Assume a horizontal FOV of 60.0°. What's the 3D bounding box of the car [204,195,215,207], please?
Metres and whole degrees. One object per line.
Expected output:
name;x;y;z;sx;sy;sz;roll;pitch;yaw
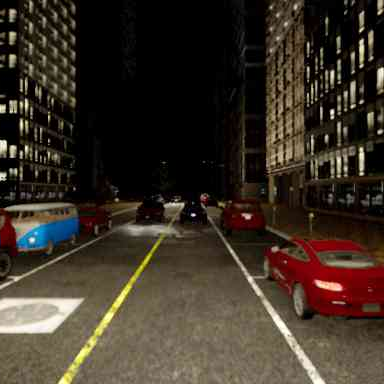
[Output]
car;2.689;1.527;46.737;1.887;1.381;4.507;0;0;0

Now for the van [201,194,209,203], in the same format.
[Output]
van;2.690;1.299;69.412;1.690;1.788;3.998;0;0;0

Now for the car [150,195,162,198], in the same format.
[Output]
car;-5.691;1.548;46.737;1.947;1.339;4.313;0;0;0

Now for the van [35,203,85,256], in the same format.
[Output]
van;-5.691;1.339;12.728;1.690;1.788;3.998;0;0;0

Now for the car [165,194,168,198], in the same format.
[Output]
car;-5.691;1.540;58.075;1.947;1.339;4.313;0;0;0

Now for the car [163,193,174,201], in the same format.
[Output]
car;-5.690;1.257;80.748;2.192;1.841;5.009;0;0;0

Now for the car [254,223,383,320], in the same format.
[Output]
car;2.690;1.581;7.059;1.802;1.307;4.206;0;0;0

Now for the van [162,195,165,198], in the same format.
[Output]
van;-5.691;1.320;52.405;1.690;1.788;3.998;0;0;0

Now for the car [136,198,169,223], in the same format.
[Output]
car;-3.099;1.470;25.692;1.882;1.535;5.008;0;0;0

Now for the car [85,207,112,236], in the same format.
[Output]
car;-5.691;1.541;18.396;1.887;1.381;4.507;0;0;0

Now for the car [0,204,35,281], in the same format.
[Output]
car;-5.691;1.315;7.060;2.192;1.841;5.009;0;0;0

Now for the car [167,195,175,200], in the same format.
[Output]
car;-5.691;1.470;92.084;1.887;1.381;4.507;0;0;0

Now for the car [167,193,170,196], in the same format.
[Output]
car;-5.690;1.516;75.080;1.947;1.339;4.313;0;0;0

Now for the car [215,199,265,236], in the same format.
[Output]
car;2.689;1.311;18.395;2.192;1.841;5.009;0;0;0

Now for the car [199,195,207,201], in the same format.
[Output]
car;2.690;1.487;80.748;1.887;1.381;4.507;0;0;0

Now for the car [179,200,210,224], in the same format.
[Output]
car;0.100;1.558;25.001;1.994;1.385;4.181;0;0;0

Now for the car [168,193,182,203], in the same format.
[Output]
car;-3.014;1.462;66.345;2.128;1.511;4.902;0;0;0

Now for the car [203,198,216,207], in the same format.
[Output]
car;2.689;1.561;52.404;1.802;1.307;4.206;0;0;0

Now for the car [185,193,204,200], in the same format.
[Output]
car;0.100;1.337;42.128;2.097;1.767;4.553;0;0;0
